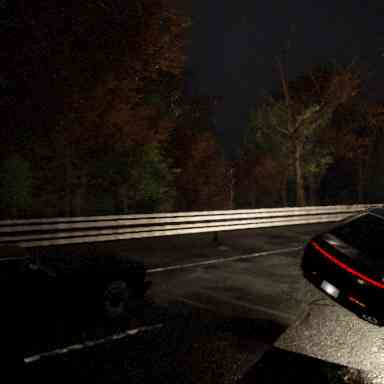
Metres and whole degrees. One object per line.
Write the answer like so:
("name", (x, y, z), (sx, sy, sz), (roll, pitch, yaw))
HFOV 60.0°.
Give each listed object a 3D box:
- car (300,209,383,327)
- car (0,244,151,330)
("car", (4.202, 1.210, 6.541), (4.892, 1.490, 1.837), (-2, 24, -35))
("car", (-3.137, 1.600, 5.801), (4.718, 1.301, 1.895), (0, 0, -35))
